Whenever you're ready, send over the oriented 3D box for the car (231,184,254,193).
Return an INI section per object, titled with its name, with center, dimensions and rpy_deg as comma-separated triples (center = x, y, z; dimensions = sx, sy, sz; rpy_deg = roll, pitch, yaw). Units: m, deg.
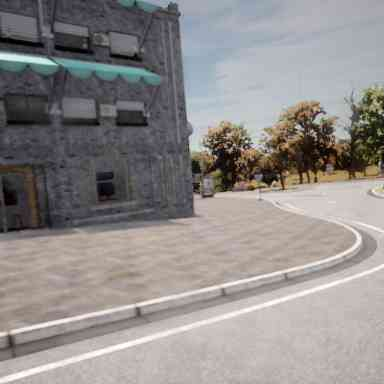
[car]
center = 8.340, -0.606, 55.122
dimensions = 1.994, 1.385, 4.181
rpy_deg = -6, 0, -31
